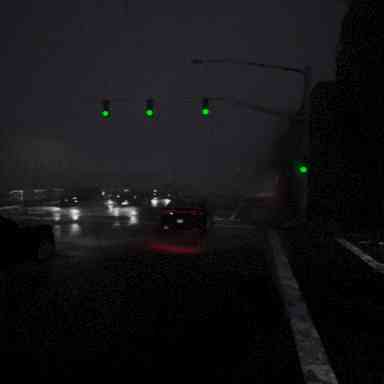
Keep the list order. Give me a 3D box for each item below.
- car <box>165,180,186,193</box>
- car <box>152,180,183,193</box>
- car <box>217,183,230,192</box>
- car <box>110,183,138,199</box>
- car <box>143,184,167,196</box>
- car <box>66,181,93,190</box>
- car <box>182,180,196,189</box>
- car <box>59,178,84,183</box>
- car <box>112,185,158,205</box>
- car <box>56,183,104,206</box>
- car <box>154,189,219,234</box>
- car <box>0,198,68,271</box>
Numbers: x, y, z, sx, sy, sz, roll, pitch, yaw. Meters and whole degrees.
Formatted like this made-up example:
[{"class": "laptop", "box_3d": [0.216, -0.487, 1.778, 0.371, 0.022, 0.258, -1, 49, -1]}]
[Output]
[{"class": "car", "box_3d": [-2.748, -1.031, 55.918, 2.150, 2.045, 5.566, 2, 2, 11]}, {"class": "car", "box_3d": [-2.852, -0.214, 38.302, 2.097, 1.767, 4.553, 2, 2, 12]}, {"class": "car", "box_3d": [6.116, -1.038, 63.870, 2.097, 1.767, 4.553, 2, 2, 11]}, {"class": "car", "box_3d": [-6.997, -0.187, 35.536, 2.097, 1.767, 4.553, 2, 2, 12]}, {"class": "car", "box_3d": [-4.942, -0.361, 45.476, 1.812, 1.442, 4.674, 2, 2, 12]}, {"class": "car", "box_3d": [-18.300, -1.094, 54.189, 3.806, 1.475, 1.970, 2, 2, 10]}, {"class": "car", "box_3d": [-0.840, -0.551, 47.946, 2.097, 1.767, 4.553, 2, 2, 12]}, {"class": "car", "box_3d": [-18.812, -1.232, 51.333, 3.866, 1.878, 1.905, 2, 2, 10]}, {"class": "car", "box_3d": [-4.804, 0.371, 28.701, 1.895, 1.301, 4.718, 2, 2, 11]}, {"class": "car", "box_3d": [-8.752, 0.275, 26.718, 1.837, 1.490, 4.892, 2, 2, 11]}, {"class": "car", "box_3d": [-0.018, 0.873, 15.099, 1.882, 1.535, 5.008, 1, 2, 10]}, {"class": "car", "box_3d": [-4.932, 1.089, 7.089, 1.882, 1.535, 5.008, 1, 2, 9]}]
